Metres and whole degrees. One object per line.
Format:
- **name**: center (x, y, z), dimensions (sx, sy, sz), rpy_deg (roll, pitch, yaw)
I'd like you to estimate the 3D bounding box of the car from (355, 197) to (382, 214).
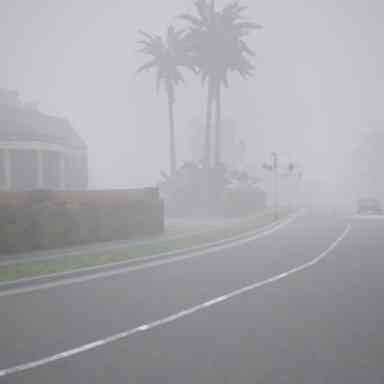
- **car**: center (15.594, 1.162, 29.561), dimensions (2.033, 1.411, 5.357), rpy_deg (-1, 0, 25)
